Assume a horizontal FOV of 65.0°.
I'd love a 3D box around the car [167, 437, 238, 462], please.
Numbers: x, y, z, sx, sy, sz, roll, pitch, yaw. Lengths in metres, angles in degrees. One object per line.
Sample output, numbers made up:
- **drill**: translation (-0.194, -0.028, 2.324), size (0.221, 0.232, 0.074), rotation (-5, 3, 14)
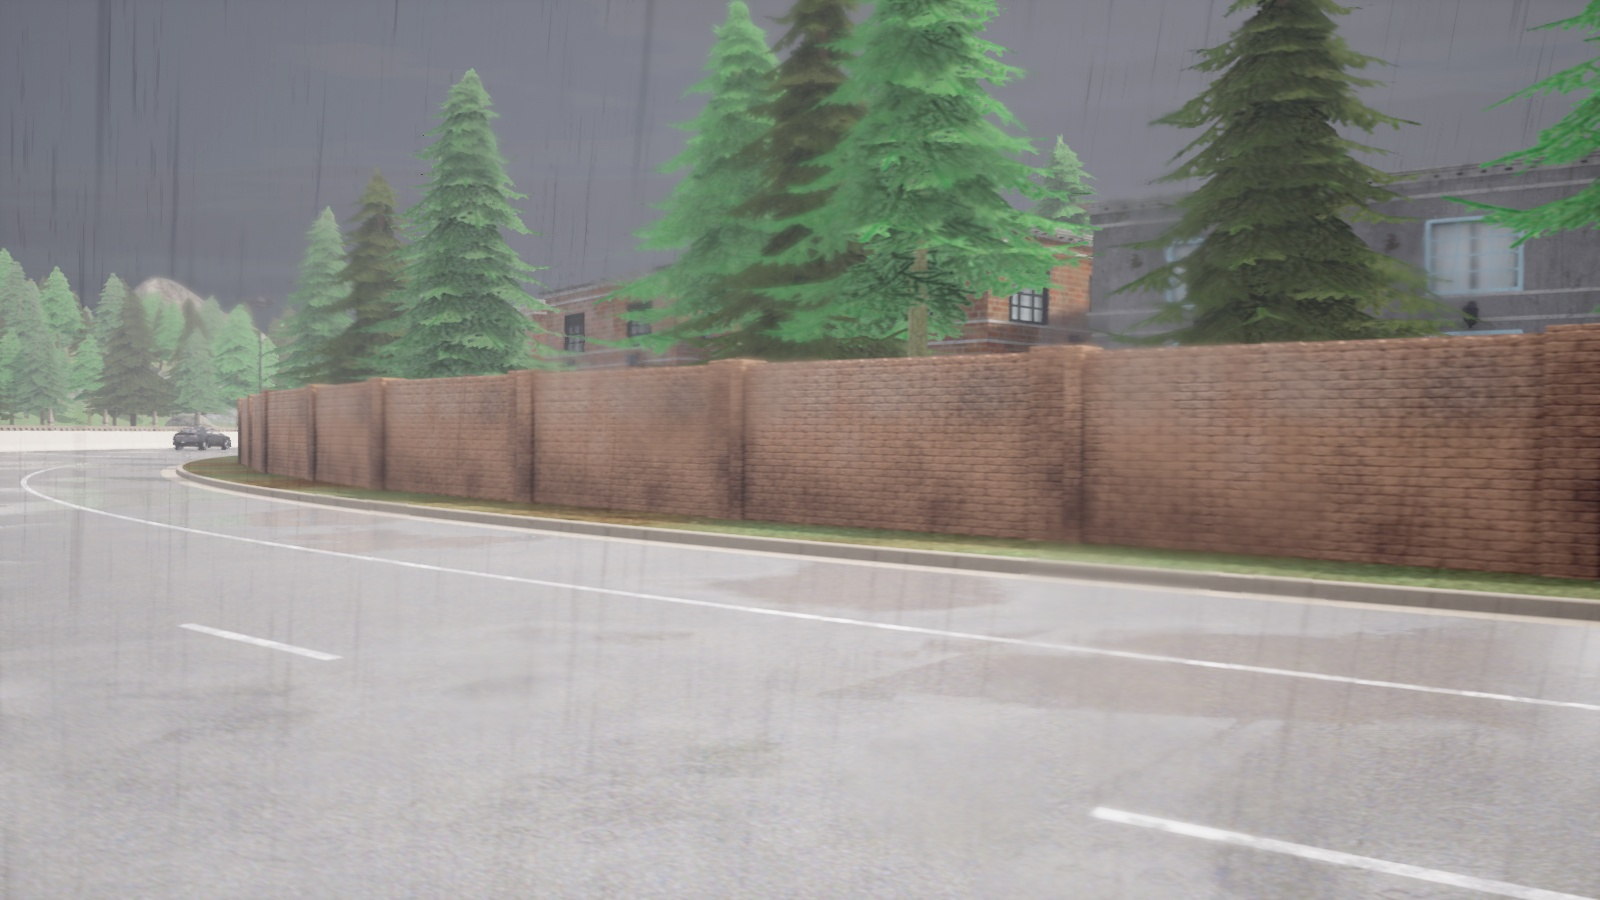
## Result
- **car**: translation (-38.550, -0.055, 81.135), size (2.128, 1.511, 4.902), rotation (-1, 1, 1)
